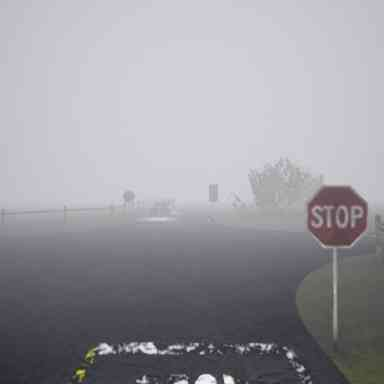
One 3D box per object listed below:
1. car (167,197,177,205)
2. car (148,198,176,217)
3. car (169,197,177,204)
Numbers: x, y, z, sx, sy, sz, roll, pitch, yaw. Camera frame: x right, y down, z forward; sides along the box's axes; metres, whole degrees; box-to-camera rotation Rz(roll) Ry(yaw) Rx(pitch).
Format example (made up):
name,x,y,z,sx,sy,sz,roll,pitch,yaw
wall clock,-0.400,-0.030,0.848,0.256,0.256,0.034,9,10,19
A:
name,x,y,z,sx,sy,sz,roll,pitch,yaw
car,-3.703,1.668,62.913,1.895,1.301,4.718,0,0,-3
car,-2.913,1.585,31.551,1.994,1.385,4.181,0,0,1
car,-3.023,1.523,42.708,2.128,1.511,4.902,0,0,-1
